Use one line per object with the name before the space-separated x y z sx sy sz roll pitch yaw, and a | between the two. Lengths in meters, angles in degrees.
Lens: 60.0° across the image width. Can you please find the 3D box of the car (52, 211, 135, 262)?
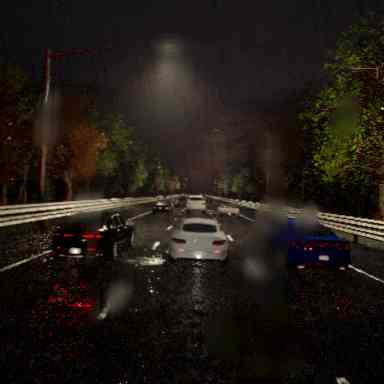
car | -3.273 1.436 11.835 1.837 1.490 4.892 3 0 1

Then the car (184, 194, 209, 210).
car | 0.522 1.480 40.913 2.150 2.045 5.566 3 0 1

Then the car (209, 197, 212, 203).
car | 4.507 2.151 91.365 1.882 1.535 5.008 3 0 1

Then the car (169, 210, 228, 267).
car | 0.224 1.608 11.800 1.812 1.442 4.674 3 0 1

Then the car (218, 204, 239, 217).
car | 3.963 1.988 36.833 1.895 1.301 4.718 3 0 1

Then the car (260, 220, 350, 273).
car | 3.722 1.713 11.784 1.882 1.535 5.008 3 0 1

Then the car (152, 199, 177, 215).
car | -3.048 1.616 34.899 2.033 1.411 5.357 3 0 1

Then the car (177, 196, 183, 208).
car | -2.890 1.708 50.896 2.033 1.411 5.357 3 0 1

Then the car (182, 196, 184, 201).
car | -2.490 1.890 91.203 1.812 1.442 4.674 3 0 1
